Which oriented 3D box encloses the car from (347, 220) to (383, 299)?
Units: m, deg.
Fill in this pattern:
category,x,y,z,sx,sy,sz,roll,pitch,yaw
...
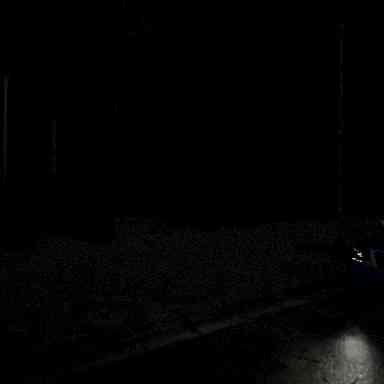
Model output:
category,x,y,z,sx,sy,sz,roll,pitch,yaw
car,5.750,1.225,7.355,5.566,2.045,2.150,0,0,-35
